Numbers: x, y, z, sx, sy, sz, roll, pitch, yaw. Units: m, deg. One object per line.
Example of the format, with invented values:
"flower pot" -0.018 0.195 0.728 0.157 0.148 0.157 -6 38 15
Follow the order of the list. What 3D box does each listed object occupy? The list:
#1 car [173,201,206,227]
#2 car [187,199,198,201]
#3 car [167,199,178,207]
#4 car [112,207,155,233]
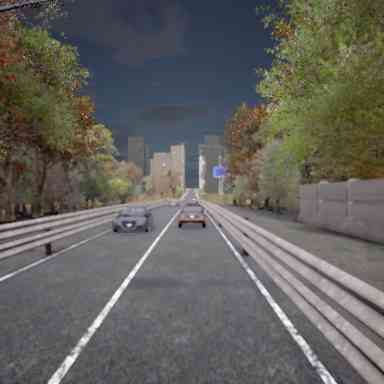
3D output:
"car" 0.015 1.575 22.895 2.033 1.411 5.357 0 0 0
"car" 0.080 1.718 43.364 2.128 1.511 4.902 0 -1 0
"car" -3.287 2.045 60.860 1.812 1.442 4.674 0 -1 1
"car" -3.351 1.575 19.714 1.994 1.385 4.181 0 0 0
